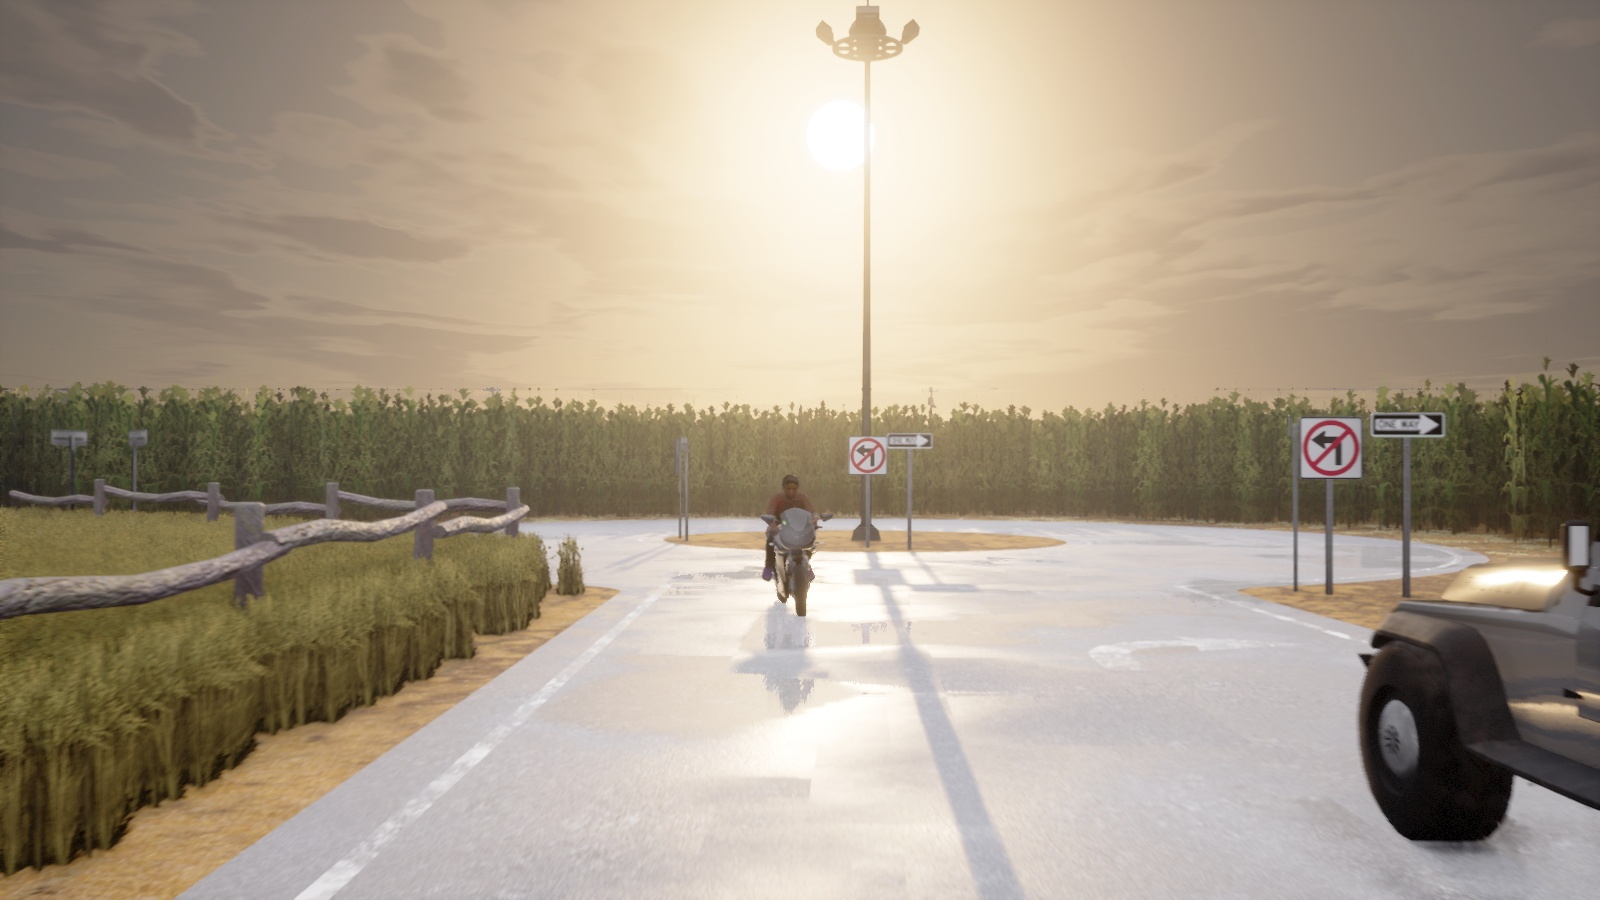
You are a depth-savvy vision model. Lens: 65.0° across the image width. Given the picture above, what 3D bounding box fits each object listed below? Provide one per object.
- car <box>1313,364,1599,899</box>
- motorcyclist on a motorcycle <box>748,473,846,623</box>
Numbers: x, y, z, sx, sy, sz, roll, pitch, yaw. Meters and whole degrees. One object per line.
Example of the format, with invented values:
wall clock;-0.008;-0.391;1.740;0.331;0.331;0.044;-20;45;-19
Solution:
car;3.489;0.668;4.244;1.905;1.878;3.866;0;-1;0
motorcyclist on a motorcycle;-0.075;1.033;14.066;0.797;1.523;2.044;-1;-1;-8
